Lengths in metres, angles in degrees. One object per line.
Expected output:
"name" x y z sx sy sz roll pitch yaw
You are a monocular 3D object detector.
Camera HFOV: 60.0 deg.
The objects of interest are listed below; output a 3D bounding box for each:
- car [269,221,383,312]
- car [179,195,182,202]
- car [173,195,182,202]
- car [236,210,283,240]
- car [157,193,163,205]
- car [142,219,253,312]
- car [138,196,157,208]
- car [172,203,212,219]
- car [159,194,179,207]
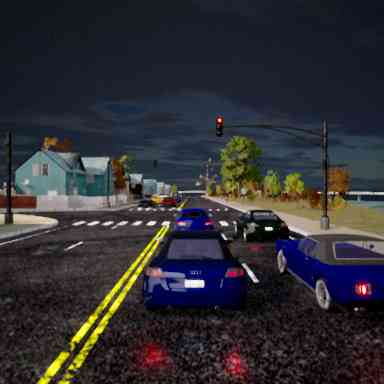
"car" 3.343 1.595 7.619 1.895 1.301 4.718 0 0 0
"car" -3.391 1.492 63.728 2.128 1.511 4.902 0 0 0
"car" -3.361 1.492 76.469 1.882 1.535 5.008 0 0 0
"car" 3.325 1.552 16.380 1.994 1.385 4.181 0 0 0
"car" -6.655 1.475 60.283 1.882 1.535 5.008 0 0 0
"car" 0.079 1.558 7.779 1.994 1.385 4.181 0 0 1
"car" -6.662 1.554 48.874 1.994 1.385 4.181 0 0 0
"car" 0.061 1.514 16.466 1.812 1.442 4.674 0 0 -2
"car" -3.408 1.468 49.996 1.882 1.535 5.008 0 0 1
